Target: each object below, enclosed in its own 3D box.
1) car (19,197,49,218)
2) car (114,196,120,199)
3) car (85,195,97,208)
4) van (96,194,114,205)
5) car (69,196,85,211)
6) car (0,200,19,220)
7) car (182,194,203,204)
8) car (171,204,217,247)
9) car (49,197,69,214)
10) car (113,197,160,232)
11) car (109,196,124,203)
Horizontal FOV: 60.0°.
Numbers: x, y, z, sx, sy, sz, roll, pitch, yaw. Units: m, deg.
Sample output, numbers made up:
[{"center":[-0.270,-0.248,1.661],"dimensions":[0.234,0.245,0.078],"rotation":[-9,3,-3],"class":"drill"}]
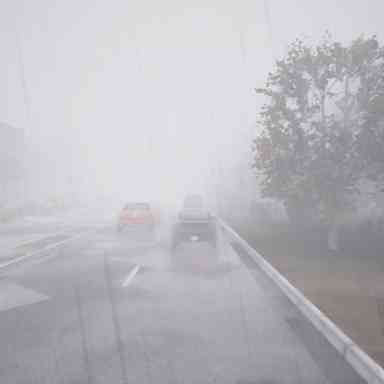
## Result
[{"center":[-15.491,1.472,30.327],"dimensions":[2.231,1.521,4.892],"rotation":[0,0,0],"class":"car"},{"center":[-15.580,1.526,63.567],"dimensions":[2.163,1.488,4.792],"rotation":[0,0,0],"class":"car"},{"center":[-15.535,1.524,47.024],"dimensions":[2.002,1.452,4.674],"rotation":[0,0,0],"class":"car"},{"center":[-15.564,1.266,57.956],"dimensions":[1.878,1.987,4.442],"rotation":[0,0,0],"class":"van"},{"center":[-15.519,1.354,41.403],"dimensions":[2.185,1.767,4.553],"rotation":[0,0,0],"class":"car"},{"center":[-15.476,1.467,24.801],"dimensions":[2.097,1.535,5.008],"rotation":[0,0,0],"class":"car"},{"center":[0.094,1.242,38.135],"dimensions":[2.150,2.045,5.566],"rotation":[0,0,0],"class":"car"},{"center":[0.097,1.513,15.094],"dimensions":[1.837,1.490,4.892],"rotation":[0,0,0],"class":"car"},{"center":[-15.505,1.350,35.877],"dimensions":[2.185,1.767,4.553],"rotation":[0,0,0],"class":"car"},{"center":[-3.155,1.363,20.468],"dimensions":[2.097,1.767,4.553],"rotation":[0,0,0],"class":"car"},{"center":[-15.612,1.540,69.063],"dimensions":[2.002,1.452,4.674],"rotation":[-2,0,0],"class":"car"}]
